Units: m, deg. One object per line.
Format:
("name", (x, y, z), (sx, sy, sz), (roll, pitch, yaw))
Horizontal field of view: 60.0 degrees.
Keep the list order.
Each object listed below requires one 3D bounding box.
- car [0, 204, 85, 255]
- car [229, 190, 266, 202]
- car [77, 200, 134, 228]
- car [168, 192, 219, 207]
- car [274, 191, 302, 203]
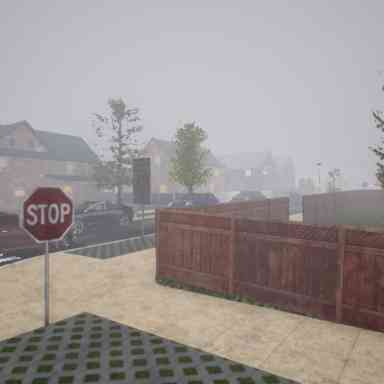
("car", (-6.111, 1.356, 10.700), (1.812, 1.442, 4.674), (-1, 1, 36))
("car", (5.304, 0.629, 31.629), (2.097, 1.767, 4.553), (-1, 1, 36))
("car", (-5.154, 1.197, 17.084), (2.128, 1.511, 4.902), (-1, 1, 36))
("car", (0.181, 0.837, 24.510), (2.097, 1.767, 4.553), (-1, 1, 36))
("car", (11.682, 0.566, 40.449), (2.033, 1.411, 5.357), (-1, 1, 36))
